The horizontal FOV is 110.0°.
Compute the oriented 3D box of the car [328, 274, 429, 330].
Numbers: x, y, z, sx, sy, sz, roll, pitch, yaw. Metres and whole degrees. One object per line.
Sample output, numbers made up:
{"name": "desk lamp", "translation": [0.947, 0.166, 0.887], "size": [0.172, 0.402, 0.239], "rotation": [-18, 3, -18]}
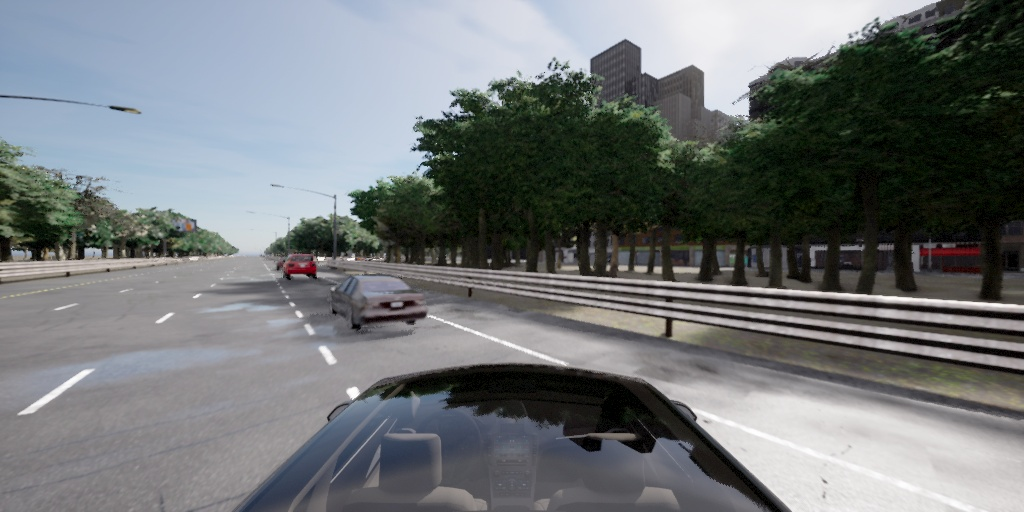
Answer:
{"name": "car", "translation": [-4.369, 1.275, 11.176], "size": [2.033, 1.411, 5.357], "rotation": [0, 0, -35]}

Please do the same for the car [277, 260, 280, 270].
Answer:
{"name": "car", "translation": [-30.640, 0.936, 48.789], "size": [2.097, 1.767, 4.553], "rotation": [0, 0, -31]}

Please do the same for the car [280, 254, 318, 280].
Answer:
{"name": "car", "translation": [-18.196, 0.877, 30.719], "size": [2.150, 2.045, 5.566], "rotation": [0, 0, -35]}
